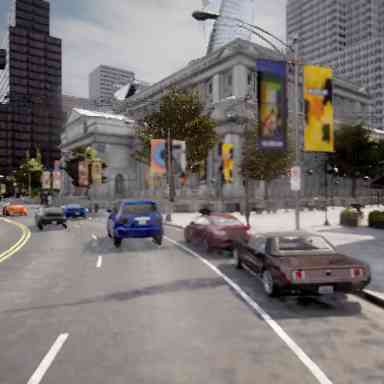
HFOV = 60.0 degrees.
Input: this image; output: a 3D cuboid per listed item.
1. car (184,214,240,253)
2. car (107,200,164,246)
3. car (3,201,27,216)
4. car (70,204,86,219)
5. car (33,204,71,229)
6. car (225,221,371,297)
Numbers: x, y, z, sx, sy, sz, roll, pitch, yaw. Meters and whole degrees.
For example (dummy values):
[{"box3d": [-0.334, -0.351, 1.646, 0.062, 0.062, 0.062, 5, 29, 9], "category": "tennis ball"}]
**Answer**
[{"box3d": [1.019, 1.655, 14.345, 2.002, 1.452, 4.674, 0, -1, -17], "category": "car"}, {"box3d": [-2.963, 1.414, 16.641, 2.150, 2.045, 5.566, 0, -1, -19], "category": "car"}, {"box3d": [-21.780, 1.946, 40.819, 2.097, 1.767, 4.553, 0, -1, -36], "category": "car"}, {"box3d": [-12.250, 1.917, 33.540, 1.882, 1.535, 5.008, 0, -1, -35], "category": "car"}, {"box3d": [-10.557, 1.842, 24.682, 1.837, 1.490, 4.892, 0, -1, -30], "category": "car"}, {"box3d": [2.399, 1.663, 8.783, 1.895, 1.301, 4.718, 0, -1, -7], "category": "car"}]
